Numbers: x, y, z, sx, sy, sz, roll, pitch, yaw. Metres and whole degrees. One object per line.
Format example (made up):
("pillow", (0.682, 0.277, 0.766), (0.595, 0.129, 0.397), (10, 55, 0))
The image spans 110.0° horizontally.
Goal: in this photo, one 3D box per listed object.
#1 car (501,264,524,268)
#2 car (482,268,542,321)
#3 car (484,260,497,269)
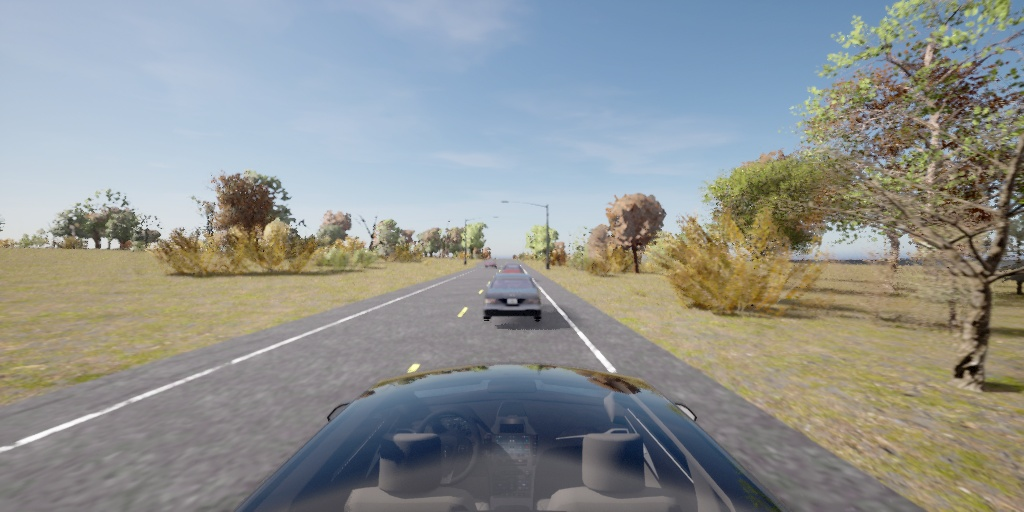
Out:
("car", (0.058, 1.321, 29.896), (1.994, 1.385, 4.181), (0, 0, 1))
("car", (0.025, 1.299, 12.466), (2.033, 1.411, 5.357), (0, 0, 0))
("car", (-3.546, 1.303, 59.066), (1.812, 1.442, 4.674), (0, 0, 0))
